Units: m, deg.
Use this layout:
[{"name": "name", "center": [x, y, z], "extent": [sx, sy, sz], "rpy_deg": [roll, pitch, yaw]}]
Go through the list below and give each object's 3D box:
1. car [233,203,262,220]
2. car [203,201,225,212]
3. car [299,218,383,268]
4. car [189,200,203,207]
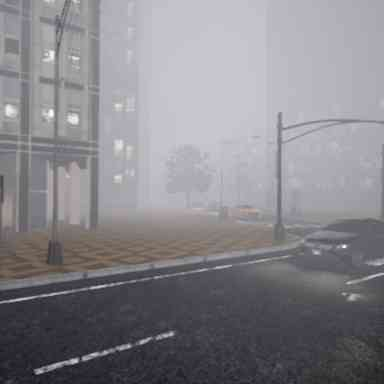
[{"name": "car", "center": [5.417, 1.893, 33.030], "extent": [1.882, 1.535, 5.008], "rpy_deg": [0, 0, -7]}, {"name": "car", "center": [3.475, 2.095, 48.245], "extent": [2.128, 1.511, 4.902], "rpy_deg": [0, -1, -7]}, {"name": "car", "center": [5.772, 1.663, 11.789], "extent": [4.674, 1.442, 1.812], "rpy_deg": [1, -1, -36]}, {"name": "car", "center": [1.190, 2.418, 66.755], "extent": [1.994, 1.385, 4.181], "rpy_deg": [0, -1, -7]}]
